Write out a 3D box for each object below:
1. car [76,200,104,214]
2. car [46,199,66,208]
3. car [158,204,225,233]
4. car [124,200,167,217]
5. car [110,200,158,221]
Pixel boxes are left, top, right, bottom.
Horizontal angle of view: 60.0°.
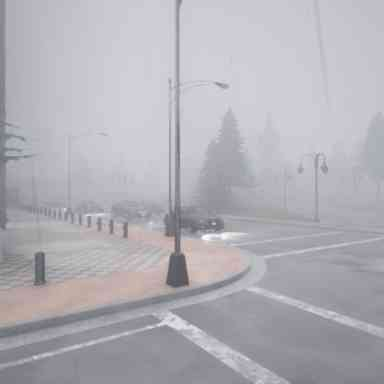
[{"bbox_3d":[-10.819,1.541,35.195,1.994,1.385,4.181,0,0,-35],"label":"car"},{"bbox_3d":[-19.741,1.645,48.158,1.895,1.301,4.718,0,0,-35],"label":"car"},{"bbox_3d":[0.041,1.541,19.609,1.994,1.385,4.181,0,0,-35],"label":"car"},{"bbox_3d":[-4.714,1.522,32.918,2.033,1.411,5.357,0,0,-35],"label":"car"},{"bbox_3d":[-5.029,1.469,26.885,2.128,1.511,4.902,0,0,-35],"label":"car"}]
